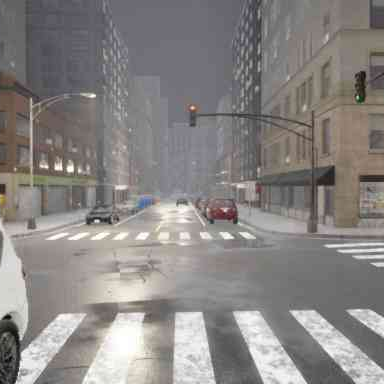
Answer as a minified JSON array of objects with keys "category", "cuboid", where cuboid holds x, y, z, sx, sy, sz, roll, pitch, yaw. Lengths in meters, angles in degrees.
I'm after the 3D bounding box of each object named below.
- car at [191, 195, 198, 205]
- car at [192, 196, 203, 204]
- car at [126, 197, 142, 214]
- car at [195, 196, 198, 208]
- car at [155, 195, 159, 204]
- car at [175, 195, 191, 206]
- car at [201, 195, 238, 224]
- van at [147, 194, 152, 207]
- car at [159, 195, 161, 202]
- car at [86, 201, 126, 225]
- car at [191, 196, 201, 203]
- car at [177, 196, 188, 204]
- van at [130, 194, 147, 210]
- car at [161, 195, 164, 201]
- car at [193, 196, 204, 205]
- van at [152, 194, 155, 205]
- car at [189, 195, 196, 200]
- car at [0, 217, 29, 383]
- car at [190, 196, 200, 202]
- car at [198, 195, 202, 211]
[{"category":"car","cuboid":[1.463,1.315,46.853,2.192,1.841,5.009,-1,0,-2]},{"category":"car","cuboid":[0.960,1.558,63.603,1.947,1.339,4.313,-1,0,-2]},{"category":"car","cuboid":[-6.717,1.528,35.258,1.752,1.417,4.829,-1,0,-2]},{"category":"car","cuboid":[1.629,1.527,41.440,1.752,1.417,4.829,-1,0,-2]},{"category":"car","cuboid":[-7.404,1.311,57.761,2.192,1.841,5.009,-1,0,-2]},{"category":"car","cuboid":[-1.603,1.502,53.854,1.837,1.490,4.892,0,0,-2]},{"category":"car","cuboid":[2.137,1.317,24.520,2.192,1.841,5.009,-1,0,-2]},{"category":"van","cuboid":[-7.064,1.341,46.594,1.690,1.788,3.998,-1,0,-2]},{"category":"car","cuboid":[-7.572,1.433,63.344,1.967,1.590,4.097,-1,0,-2]},{"category":"car","cuboid":[-6.382,1.568,24.261,1.947,1.339,4.313,-1,0,-2]},{"category":"car","cuboid":[0.791,1.555,69.187,1.947,1.339,4.313,-1,0,-2]},{"category":"car","cuboid":[-1.920,1.540,64.271,2.033,1.411,5.357,0,0,-2]},{"category":"van","cuboid":[-6.894,1.343,41.010,1.690,1.788,3.998,-1,0,-2]},{"category":"car","cuboid":[-7.912,1.426,74.510,1.967,1.590,4.097,-1,0,-2]},{"category":"car","cuboid":[1.123,1.521,58.190,1.752,1.417,4.829,-1,0,-2]},{"category":"van","cuboid":[-7.234,1.339,52.177,1.690,1.788,3.998,-1,0,-2]},{"category":"car","cuboid":[0.117,1.523,91.520,2.008,1.369,4.403,-1,0,-2]},{"category":"car","cuboid":[-2.802,1.221,1.806,2.150,2.045,5.566,1,0,-7]},{"category":"car","cuboid":[0.623,1.537,74.770,2.008,1.369,4.403,-1,0,-2]},{"category":"car","cuboid":[1.969,1.318,30.103,2.192,1.841,5.009,-1,0,-2]}]
